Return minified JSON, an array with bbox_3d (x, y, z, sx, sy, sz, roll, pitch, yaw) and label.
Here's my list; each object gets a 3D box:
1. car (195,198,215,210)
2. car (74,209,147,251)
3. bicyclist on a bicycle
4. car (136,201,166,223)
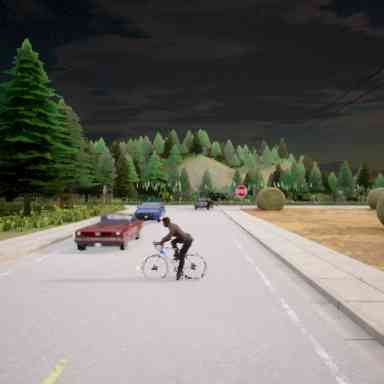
[{"bbox_3d":[1.673,1.487,42.691,2.128,1.511,4.902,0,0,15],"label":"car"},{"bbox_3d":[-3.365,1.600,14.233,1.895,1.301,4.718,0,0,1],"label":"car"},{"bbox_3d":[-0.467,1.450,8.427,1.656,1.620,0.582,-2,0,1],"label":"bicyclist on a bicycle"},{"bbox_3d":[-3.141,1.477,25.709,1.882,1.535,5.008,0,0,1],"label":"car"}]
